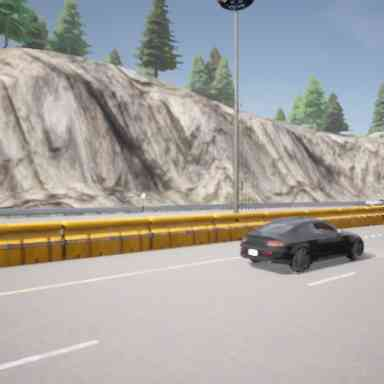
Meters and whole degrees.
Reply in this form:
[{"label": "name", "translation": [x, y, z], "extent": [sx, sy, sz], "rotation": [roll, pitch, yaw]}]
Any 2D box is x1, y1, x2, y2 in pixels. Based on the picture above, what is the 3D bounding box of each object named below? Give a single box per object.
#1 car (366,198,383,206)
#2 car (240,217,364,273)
[{"label": "car", "translation": [28.581, 1.612, 50.326], "extent": [4.718, 1.301, 1.895], "rotation": [0, 0, -24]}, {"label": "car", "translation": [3.604, 1.528, 10.670], "extent": [4.674, 1.442, 1.812], "rotation": [0, 0, -35]}]
